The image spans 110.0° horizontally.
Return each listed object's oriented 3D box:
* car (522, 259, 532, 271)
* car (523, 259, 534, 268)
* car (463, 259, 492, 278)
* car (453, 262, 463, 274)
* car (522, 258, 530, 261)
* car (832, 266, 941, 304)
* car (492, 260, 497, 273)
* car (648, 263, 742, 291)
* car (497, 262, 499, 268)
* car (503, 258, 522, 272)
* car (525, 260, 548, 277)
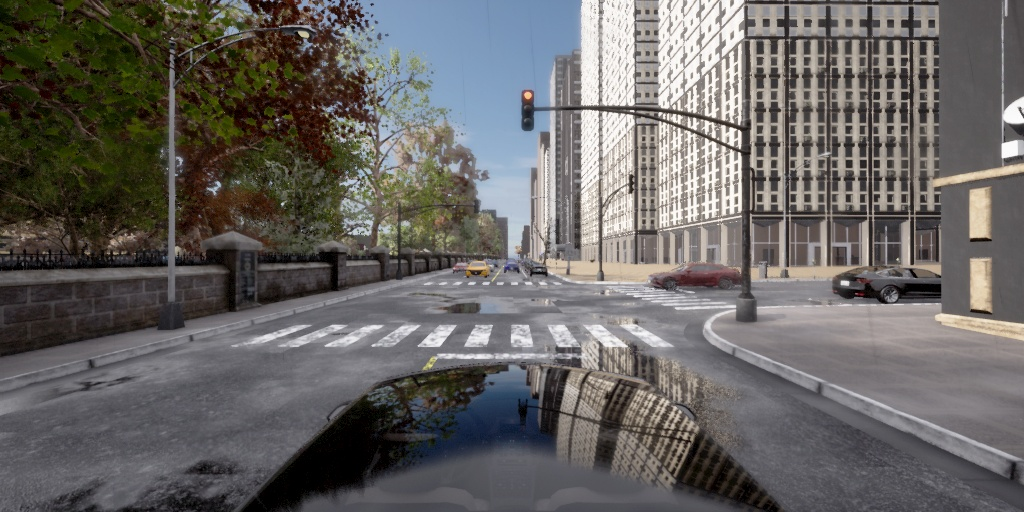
[{"bbox_3d":[2.566,1.335,41.725,1.948,1.339,4.313,0,0,0],"label":"car"},{"bbox_3d":[2.952,1.297,64.406,1.837,1.490,4.892,0,0,0],"label":"car"},{"bbox_3d":[-3.199,1.241,34.263,1.882,1.535,5.008,0,0,0],"label":"car"},{"bbox_3d":[-5.815,1.351,41.699,1.802,1.307,4.207,0,0,0],"label":"car"},{"bbox_3d":[2.548,1.339,47.357,1.948,1.339,4.313,0,0,0],"label":"car"},{"bbox_3d":[14.649,1.026,13.547,4.313,1.339,1.948,0,0,0],"label":"car"},{"bbox_3d":[-3.228,1.372,44.326,1.895,1.301,4.718,0,0,0],"label":"car"},{"bbox_3d":[9.872,1.097,19.568,4.674,1.442,1.812,-1,0,4],"label":"car"},{"bbox_3d":[-3.249,1.336,60.860,2.033,1.411,5.357,0,0,0],"label":"car"},{"bbox_3d":[-0.034,1.298,45.362,1.812,1.442,4.674,0,0,0],"label":"car"},{"bbox_3d":[2.583,1.331,36.092,1.948,1.339,4.313,0,0,0],"label":"car"}]
